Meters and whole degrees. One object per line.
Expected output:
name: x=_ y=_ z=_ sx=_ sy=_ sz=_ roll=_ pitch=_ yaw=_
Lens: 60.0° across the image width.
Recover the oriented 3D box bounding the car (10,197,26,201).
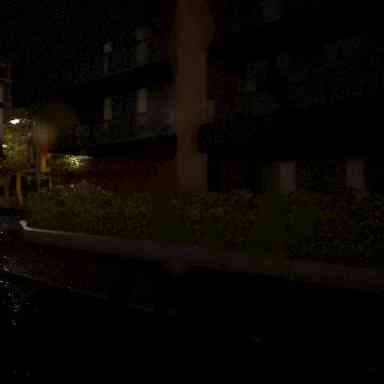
car: x=-36.424 y=1.789 z=68.006 sx=4.892 sy=1.521 sz=2.231 roll=0 pitch=0 yaw=35
